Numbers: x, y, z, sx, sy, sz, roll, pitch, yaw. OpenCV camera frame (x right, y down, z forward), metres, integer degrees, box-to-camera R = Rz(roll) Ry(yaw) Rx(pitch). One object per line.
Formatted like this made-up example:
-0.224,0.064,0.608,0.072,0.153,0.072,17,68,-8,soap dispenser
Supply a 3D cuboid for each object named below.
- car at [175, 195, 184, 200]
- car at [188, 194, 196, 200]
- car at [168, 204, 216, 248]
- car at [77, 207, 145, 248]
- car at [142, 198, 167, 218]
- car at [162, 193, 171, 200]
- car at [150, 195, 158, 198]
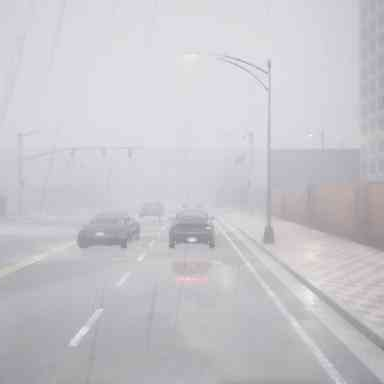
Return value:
-3.500,1.434,87.060,1.994,1.385,4.181,0,0,0,car
0.000,1.359,87.062,1.882,1.535,5.008,0,0,0,car
0.000,1.514,14.650,1.837,1.490,4.892,0,0,0,car
-3.500,1.570,14.650,1.994,1.385,4.181,0,0,0,car
-3.500,1.561,29.650,2.033,1.411,5.357,0,0,0,car
-7.000,1.218,91.475,2.150,2.045,5.566,0,0,0,car
-10.500,1.545,91.505,1.994,1.385,4.181,0,0,0,car
